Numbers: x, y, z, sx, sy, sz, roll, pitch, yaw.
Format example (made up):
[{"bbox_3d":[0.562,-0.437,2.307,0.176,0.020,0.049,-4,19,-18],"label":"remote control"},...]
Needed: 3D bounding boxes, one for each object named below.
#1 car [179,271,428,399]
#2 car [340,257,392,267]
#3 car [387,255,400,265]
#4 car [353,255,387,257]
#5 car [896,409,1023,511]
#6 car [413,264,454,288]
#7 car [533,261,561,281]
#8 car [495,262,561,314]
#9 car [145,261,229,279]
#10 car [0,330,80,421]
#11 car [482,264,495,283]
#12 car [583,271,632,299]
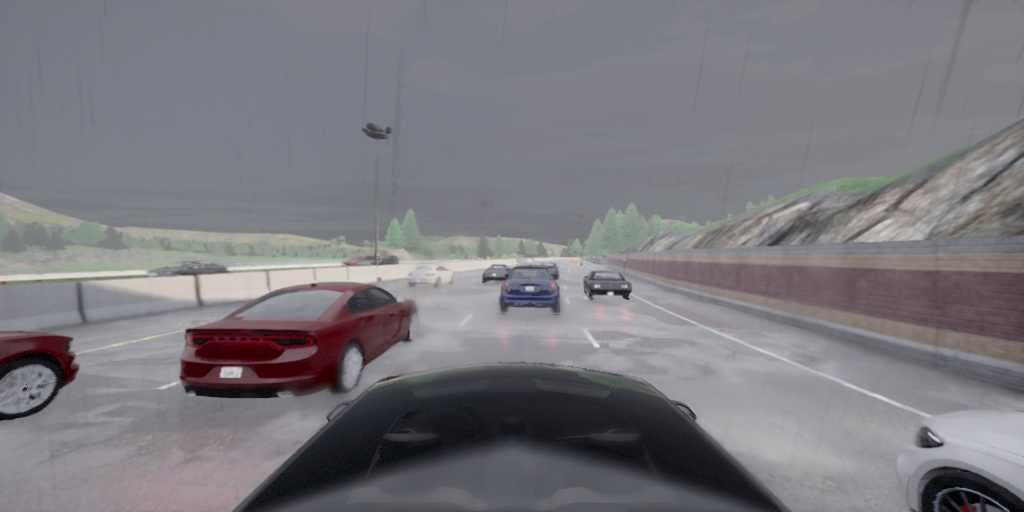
[{"bbox_3d":[-3.210,1.208,6.657,1.882,1.535,5.008,0,0,1],"label":"car"},{"bbox_3d":[-14.179,1.149,35.081,1.882,1.535,5.008,0,0,10],"label":"car"},{"bbox_3d":[-20.690,0.851,59.466,2.150,2.045,5.566,0,0,9],"label":"car"},{"bbox_3d":[-16.828,0.880,40.402,2.150,2.045,5.566,0,0,10],"label":"car"},{"bbox_3d":[3.718,1.301,0.587,1.812,1.442,4.674,0,0,-1],"label":"car"},{"bbox_3d":[-5.191,1.253,23.375,1.812,1.442,4.674,0,0,8],"label":"car"},{"bbox_3d":[3.196,1.282,31.654,2.128,1.511,4.902,0,0,9],"label":"car"},{"bbox_3d":[0.760,1.115,14.071,2.097,1.767,4.553,0,0,4],"label":"car"},{"bbox_3d":[-22.794,1.097,25.380,2.128,1.511,4.902,0,0,8],"label":"car"},{"bbox_3d":[-6.776,1.181,2.712,1.882,1.535,5.008,0,0,0],"label":"car"},{"bbox_3d":[-0.963,1.323,27.795,1.994,1.385,4.181,0,0,9],"label":"car"},{"bbox_3d":[4.680,1.394,18.233,1.895,1.301,4.718,0,0,7],"label":"car"}]
